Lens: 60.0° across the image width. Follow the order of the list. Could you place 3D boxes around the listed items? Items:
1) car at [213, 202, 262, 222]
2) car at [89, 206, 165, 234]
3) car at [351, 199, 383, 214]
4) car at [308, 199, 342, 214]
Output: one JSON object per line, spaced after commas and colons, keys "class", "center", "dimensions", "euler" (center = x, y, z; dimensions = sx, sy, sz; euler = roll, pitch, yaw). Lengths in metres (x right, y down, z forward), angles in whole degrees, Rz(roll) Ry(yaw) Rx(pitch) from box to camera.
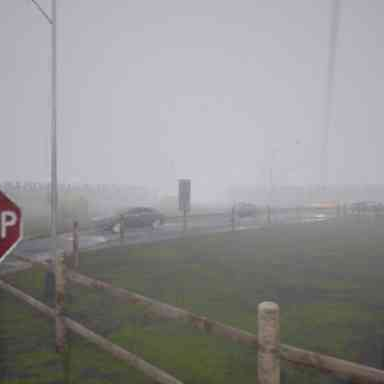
{"class": "car", "center": [3.877, 1.610, 27.821], "dimensions": [4.902, 1.511, 2.128], "euler": [0, 0, -42]}
{"class": "car", "center": [-3.863, 1.626, 20.439], "dimensions": [1.837, 1.490, 4.892], "euler": [0, 0, 44]}
{"class": "car", "center": [19.780, 1.598, 37.458], "dimensions": [4.892, 1.490, 1.837], "euler": [0, 0, -38]}
{"class": "car", "center": [14.948, 1.582, 37.347], "dimensions": [5.008, 1.535, 1.882], "euler": [-1, 0, -39]}
